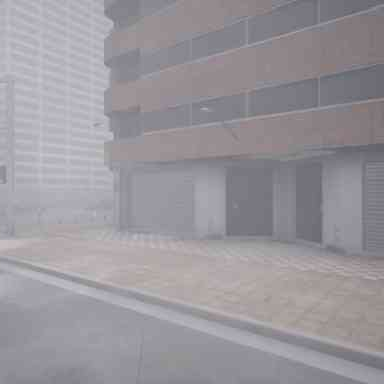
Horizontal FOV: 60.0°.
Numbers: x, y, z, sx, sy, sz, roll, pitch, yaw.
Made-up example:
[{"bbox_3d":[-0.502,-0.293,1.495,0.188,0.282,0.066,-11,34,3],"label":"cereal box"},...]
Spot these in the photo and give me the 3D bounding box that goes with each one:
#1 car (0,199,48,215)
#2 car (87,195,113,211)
[{"bbox_3d":[-16.749,1.505,32.686,1.837,1.490,4.892,0,0,37],"label":"car"},{"bbox_3d":[-10.499,1.505,40.939,1.837,1.490,4.892,0,0,37],"label":"car"}]
